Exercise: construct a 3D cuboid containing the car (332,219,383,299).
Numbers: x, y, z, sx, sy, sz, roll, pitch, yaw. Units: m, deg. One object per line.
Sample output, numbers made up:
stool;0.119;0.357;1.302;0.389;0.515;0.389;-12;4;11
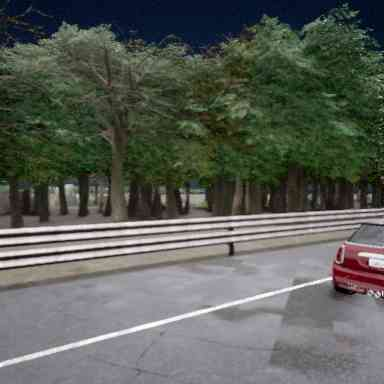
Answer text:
car;5.190;1.347;7.406;4.553;1.767;2.097;0;0;-35
